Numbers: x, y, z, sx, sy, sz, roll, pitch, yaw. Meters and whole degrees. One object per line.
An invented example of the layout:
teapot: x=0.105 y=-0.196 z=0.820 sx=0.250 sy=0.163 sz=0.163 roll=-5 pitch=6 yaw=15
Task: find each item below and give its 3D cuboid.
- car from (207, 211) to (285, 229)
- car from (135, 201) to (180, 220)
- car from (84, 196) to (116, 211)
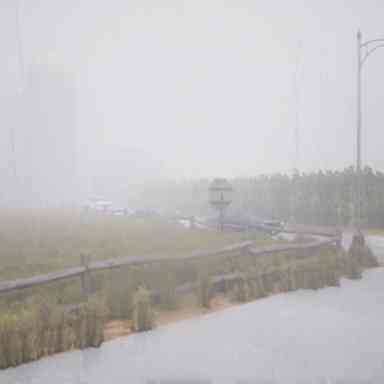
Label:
car: x=2.978 y=1.786 z=19.086 sx=1.895 sy=1.301 sz=4.718 roll=0 pitch=-1 yaw=-36
car: x=-2.878 y=1.596 z=27.252 sx=2.097 sy=1.767 sz=4.553 roll=1 pitch=-1 yaw=-36
car: x=-10.585 y=1.485 z=38.084 sx=2.150 sy=2.045 sz=5.566 roll=1 pitch=-1 yaw=-35
